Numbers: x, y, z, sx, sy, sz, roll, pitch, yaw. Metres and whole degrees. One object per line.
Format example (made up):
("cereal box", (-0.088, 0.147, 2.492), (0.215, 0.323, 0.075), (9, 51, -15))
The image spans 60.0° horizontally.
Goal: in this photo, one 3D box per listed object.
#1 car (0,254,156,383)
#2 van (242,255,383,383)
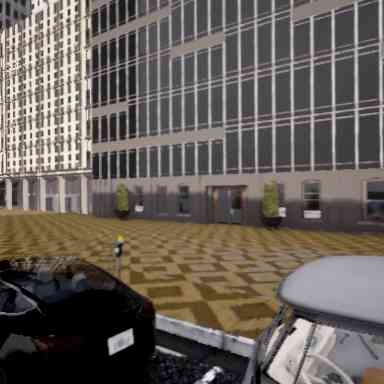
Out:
("car", (-2.427, 1.557, 4.582), (4.313, 1.339, 1.947), (0, 0, 35))
("van", (2.101, 1.333, 1.420), (3.998, 1.788, 1.690), (0, 0, 35))
